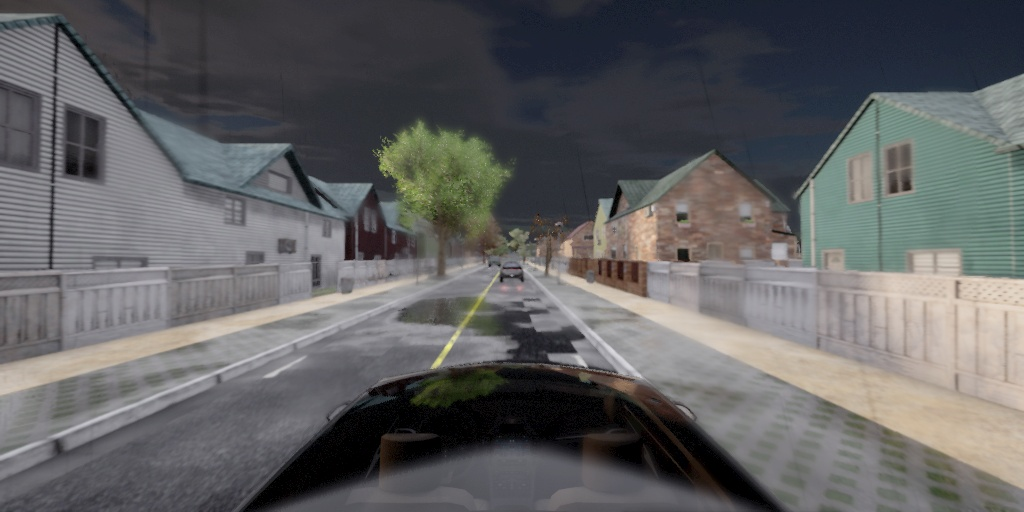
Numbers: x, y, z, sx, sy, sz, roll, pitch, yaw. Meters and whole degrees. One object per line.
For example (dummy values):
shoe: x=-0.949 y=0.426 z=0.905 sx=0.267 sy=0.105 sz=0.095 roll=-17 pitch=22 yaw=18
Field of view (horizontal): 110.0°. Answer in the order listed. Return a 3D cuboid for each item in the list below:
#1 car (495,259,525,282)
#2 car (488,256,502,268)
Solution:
car: x=-0.009 y=1.236 z=28.652 sx=2.128 sy=1.511 sz=4.902 roll=0 pitch=0 yaw=0
car: x=-3.027 y=0.988 z=63.357 sx=2.150 sy=2.045 sz=5.566 roll=0 pitch=0 yaw=0
